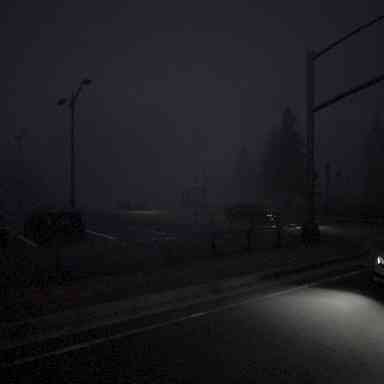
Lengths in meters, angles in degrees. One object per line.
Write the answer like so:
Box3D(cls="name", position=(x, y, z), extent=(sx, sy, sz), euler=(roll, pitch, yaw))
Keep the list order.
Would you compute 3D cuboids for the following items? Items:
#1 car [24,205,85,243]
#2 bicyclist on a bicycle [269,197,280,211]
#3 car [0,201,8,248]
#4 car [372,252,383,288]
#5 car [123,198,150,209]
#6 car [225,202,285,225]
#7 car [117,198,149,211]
Box3D(cls="car", position=(-6.383, 1.340, 15.298), extent=(2.007, 1.523, 4.514), euler=(0, 0, -36))
Box3D(cls="bicyclist on a bicycle", position=(7.949, 1.300, 32.232), extent=(1.656, 1.620, 0.582), euler=(0, 0, -36))
Box3D(cls="car", position=(-8.895, 1.331, 13.418), extent=(2.152, 1.636, 5.027), euler=(0, 0, -36))
Box3D(cls="car", position=(6.265, 1.526, 8.067), extent=(4.674, 1.442, 1.812), euler=(0, 1, -36))
Box3D(cls="car", position=(-7.968, 1.601, 47.316), extent=(1.895, 1.301, 4.718), euler=(0, 0, -36))
Box3D(cls="car", position=(4.504, 1.504, 24.297), extent=(1.837, 1.490, 4.892), euler=(0, 0, -36))
Box3D(cls="car", position=(-7.500, 1.477, 40.627), extent=(1.882, 1.535, 5.008), euler=(0, 0, -36))
